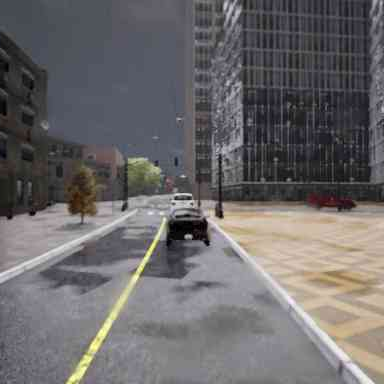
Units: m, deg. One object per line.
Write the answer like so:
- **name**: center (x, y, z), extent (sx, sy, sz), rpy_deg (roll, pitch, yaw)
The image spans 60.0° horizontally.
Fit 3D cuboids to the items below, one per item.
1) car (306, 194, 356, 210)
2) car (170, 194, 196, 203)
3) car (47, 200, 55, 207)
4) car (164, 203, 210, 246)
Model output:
- **car**: center (15.029, 1.105, 36.150), extent (5.009, 1.841, 2.192), rpy_deg (0, -1, 17)
- **car**: center (-0.839, 1.160, 30.670), extent (2.150, 2.045, 5.566), rpy_deg (0, 0, -2)
- **car**: center (-21.561, 1.467, 47.210), extent (4.313, 1.339, 1.947), rpy_deg (0, -1, 17)
- **car**: center (-0.218, 1.475, 15.261), extent (1.837, 1.490, 4.892), rpy_deg (0, 0, -2)
